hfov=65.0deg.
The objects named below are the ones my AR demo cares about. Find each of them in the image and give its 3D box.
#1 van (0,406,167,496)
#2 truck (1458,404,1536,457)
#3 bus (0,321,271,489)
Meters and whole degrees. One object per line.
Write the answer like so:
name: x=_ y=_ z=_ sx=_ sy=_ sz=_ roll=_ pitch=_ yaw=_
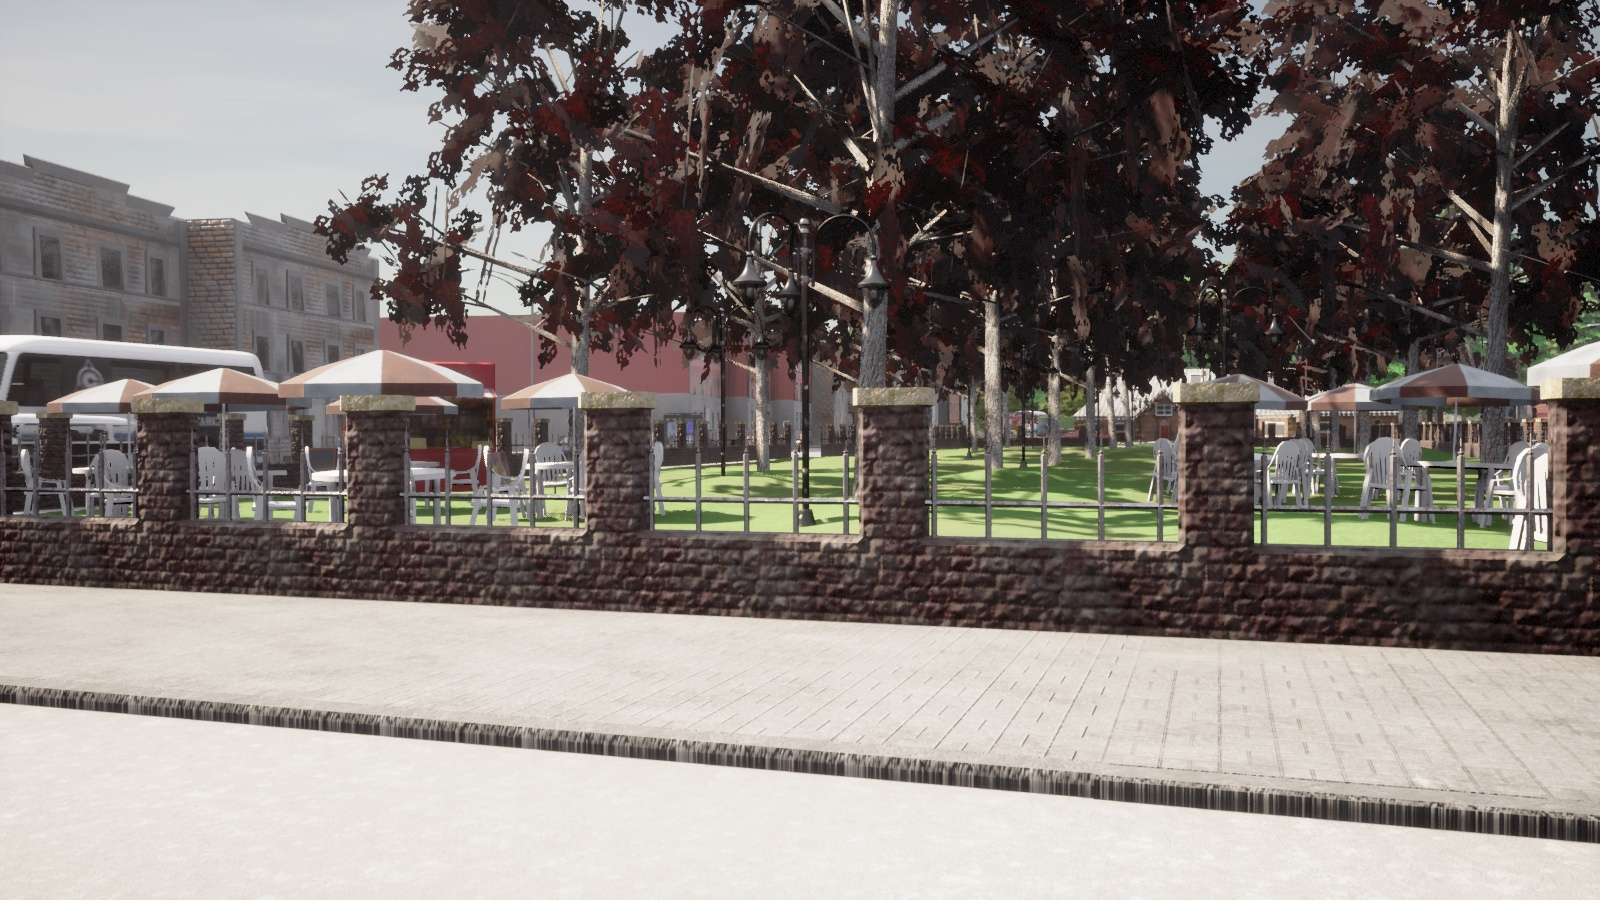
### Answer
van: x=-18.247 y=-0.016 z=31.040 sx=2.069 sy=2.038 sz=4.480 roll=1 pitch=1 yaw=18
truck: x=47.844 y=-1.360 z=86.422 sx=2.891 sy=3.462 sz=7.936 roll=0 pitch=1 yaw=15
bus: x=-20.643 y=-1.212 z=36.483 sx=3.944 sy=4.253 sz=10.273 roll=1 pitch=1 yaw=18
